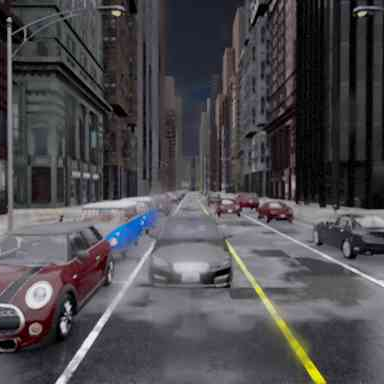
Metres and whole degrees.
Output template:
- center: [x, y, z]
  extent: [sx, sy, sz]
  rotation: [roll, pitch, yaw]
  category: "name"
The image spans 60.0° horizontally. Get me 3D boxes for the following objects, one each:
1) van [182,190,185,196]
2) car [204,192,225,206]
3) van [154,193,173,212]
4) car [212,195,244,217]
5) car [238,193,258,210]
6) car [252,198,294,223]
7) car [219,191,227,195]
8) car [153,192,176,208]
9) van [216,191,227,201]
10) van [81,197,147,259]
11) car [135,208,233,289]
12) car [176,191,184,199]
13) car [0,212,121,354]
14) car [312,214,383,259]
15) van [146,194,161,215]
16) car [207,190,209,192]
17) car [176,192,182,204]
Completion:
- center: [-3.010, 0.698, 73.786]
  extent: [1.690, 1.788, 3.998]
  rotation: [0, 0, 0]
  category: "van"
- center: [2.925, 1.103, 44.168]
  extent: [1.837, 1.490, 4.892]
  rotation: [0, -1, 0]
  category: "car"
- center: [-2.877, 1.028, 34.330]
  extent: [1.690, 1.788, 3.998]
  rotation: [0, 1, 0]
  category: "van"
- center: [2.976, 1.267, 28.218]
  extent: [1.812, 1.442, 4.674]
  rotation: [0, 1, 0]
  category: "car"
- center: [5.647, 1.003, 34.374]
  extent: [2.192, 1.841, 5.009]
  rotation: [0, 1, 0]
  category: "car"
- center: [5.686, 1.333, 23.104]
  extent: [1.887, 1.381, 4.507]
  rotation: [0, 1, 0]
  category: "car"
- center: [5.571, 1.021, 57.090]
  extent: [1.752, 1.417, 4.829]
  rotation: [0, 0, 0]
  category: "car"
- center: [-2.859, 1.051, 28.694]
  extent: [2.192, 1.841, 5.009]
  rotation: [0, 1, 0]
  category: "car"
- center: [5.552, 0.792, 62.554]
  extent: [1.690, 1.788, 3.998]
  rotation: [0, 0, 0]
  category: "van"
- center: [-2.802, 1.230, 11.786]
  extent: [1.690, 1.788, 3.998]
  rotation: [0, 1, 0]
  category: "van"
- center: [-0.027, 1.406, 9.028]
  extent: [2.128, 1.511, 4.902]
  rotation: [0, 1, 0]
  category: "car"
- center: [-2.972, 1.015, 62.515]
  extent: [1.947, 1.339, 4.313]
  rotation: [0, 0, 0]
  category: "car"
- center: [-2.783, 1.381, 6.151]
  extent: [1.967, 1.590, 4.097]
  rotation: [0, 1, 0]
  category: "car"
- center: [5.724, 1.441, 11.832]
  extent: [2.008, 1.369, 4.403]
  rotation: [0, 1, 0]
  category: "car"
- center: [-2.821, 1.179, 17.422]
  extent: [1.690, 1.788, 3.998]
  rotation: [0, 1, 0]
  category: "van"
- center: [5.477, 0.817, 85.100]
  extent: [2.008, 1.369, 4.403]
  rotation: [0, 0, 0]
  category: "car"
- center: [-2.934, 1.087, 51.242]
  extent: [1.887, 1.381, 4.507]
  rotation: [0, 0, 0]
  category: "car"
